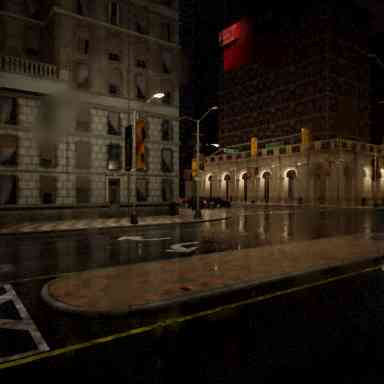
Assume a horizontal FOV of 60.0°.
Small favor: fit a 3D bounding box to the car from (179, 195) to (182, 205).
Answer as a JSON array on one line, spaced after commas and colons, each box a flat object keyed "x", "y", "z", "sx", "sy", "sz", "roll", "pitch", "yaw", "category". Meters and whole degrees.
[{"x": -2.273, "y": 1.352, "z": 55.881, "sx": 2.097, "sy": 1.767, "sz": 4.553, "roll": 0, "pitch": 0, "yaw": -35, "category": "car"}]

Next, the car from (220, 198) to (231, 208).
[{"x": 3.475, "y": 1.478, "z": 47.786, "sx": 1.882, "sy": 1.535, "sz": 5.008, "roll": 0, "pitch": 0, "yaw": -36, "category": "car"}]

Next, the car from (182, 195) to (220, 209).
[{"x": 1.180, "y": 1.352, "z": 44.981, "sx": 2.097, "sy": 1.767, "sz": 4.553, "roll": 0, "pitch": 0, "yaw": -35, "category": "car"}]
